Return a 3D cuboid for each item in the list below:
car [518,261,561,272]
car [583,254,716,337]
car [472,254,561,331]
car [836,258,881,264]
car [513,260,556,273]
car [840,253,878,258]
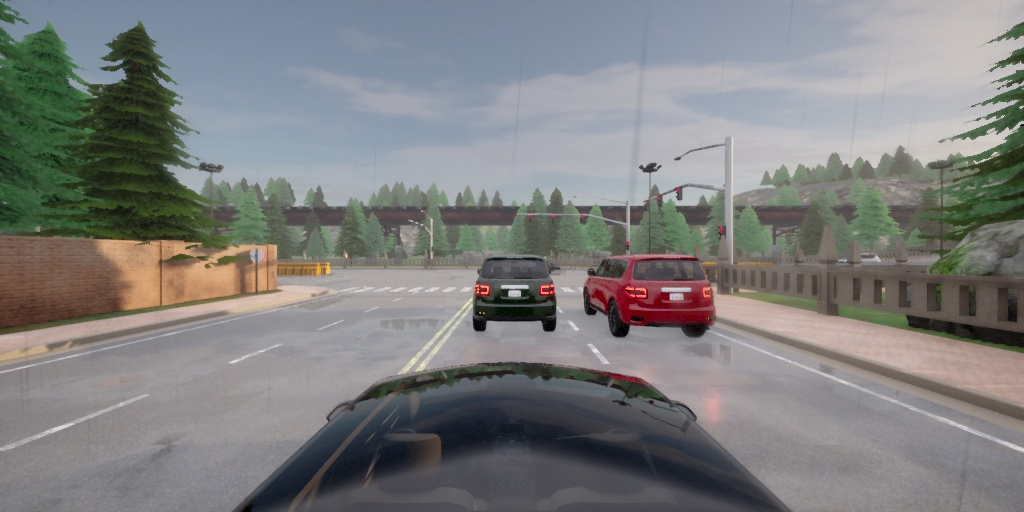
[{"bbox_3d":[3.482,1.297,45.737,5.357,1.411,2.033,0,0,0],"label":"car"},{"bbox_3d":[3.569,0.971,10.409,2.150,2.045,5.566,0,0,0],"label":"car"},{"bbox_3d":[0.069,0.971,11.086,2.150,2.045,5.566,0,0,0],"label":"car"},{"bbox_3d":[40.514,1.233,42.086,4.718,1.301,1.895,-2,0,0],"label":"car"},{"bbox_3d":[2.619,1.255,42.242,4.892,1.490,1.837,0,0,0],"label":"car"},{"bbox_3d":[43.419,0.751,45.577,5.566,2.045,2.150,-2,0,0],"label":"car"}]
